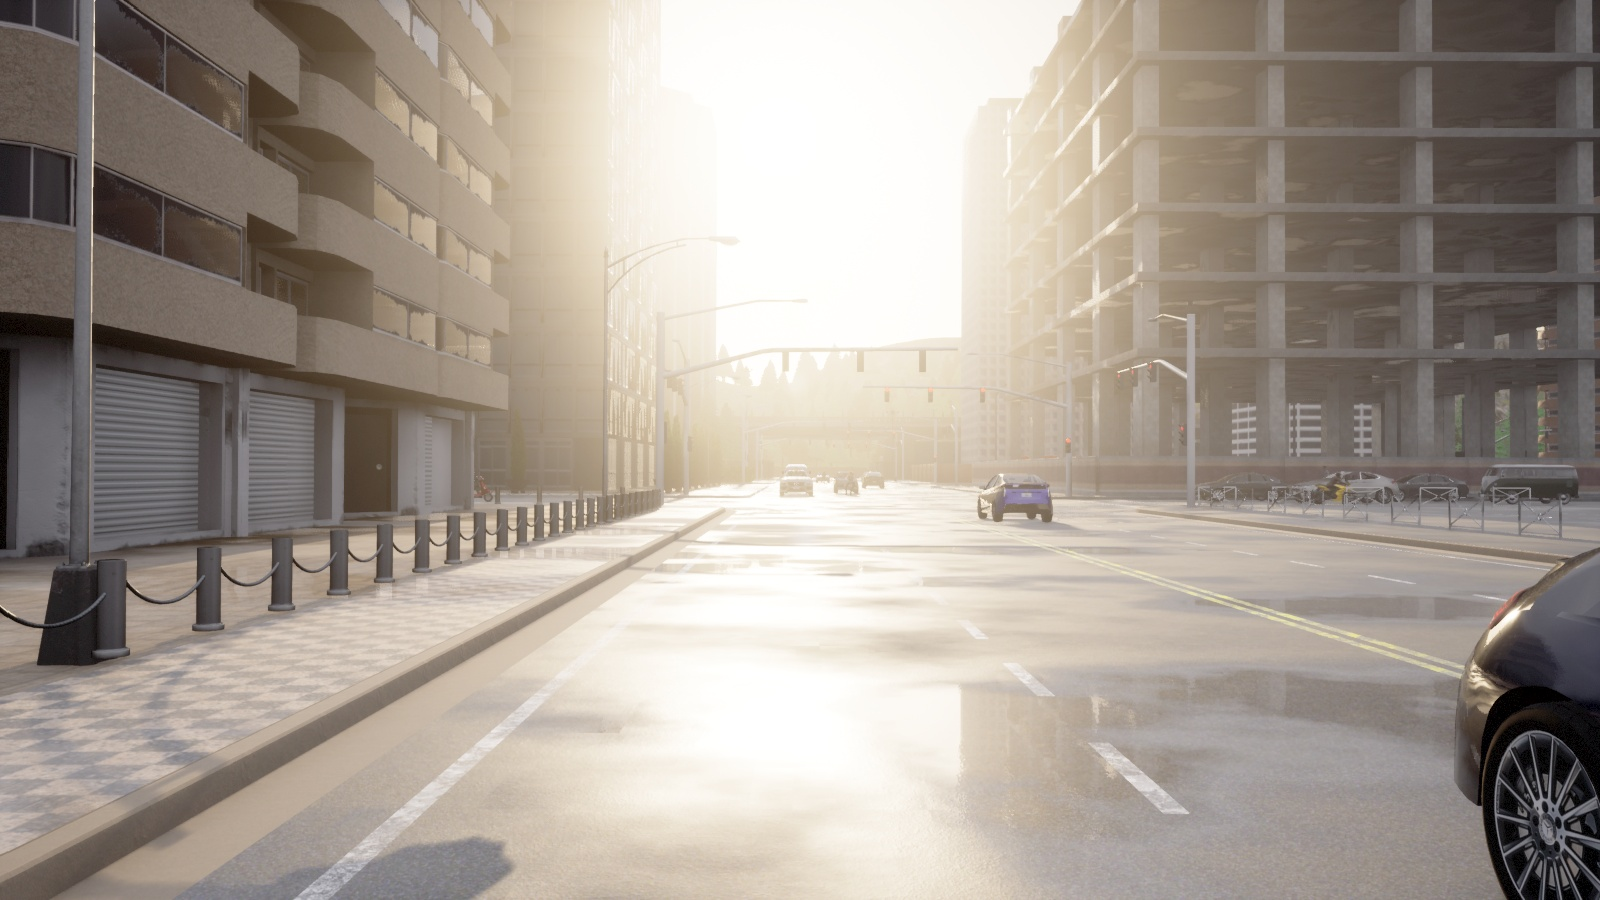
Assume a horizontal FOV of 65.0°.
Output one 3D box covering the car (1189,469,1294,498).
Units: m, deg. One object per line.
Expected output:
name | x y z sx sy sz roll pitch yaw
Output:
car | 23.227 1.780 66.199 4.892 1.490 1.837 0 -1 0

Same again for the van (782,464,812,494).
van | -0.234 2.027 88.909 2.069 2.038 4.480 0 -1 0

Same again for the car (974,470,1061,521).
car | 6.893 1.409 40.286 2.007 1.525 4.514 0 -1 0

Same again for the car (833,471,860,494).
car | 3.265 2.267 88.743 1.789 1.549 3.705 0 -1 0

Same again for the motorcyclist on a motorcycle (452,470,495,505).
motorcyclist on a motorcycle | -15.234 1.756 58.636 1.817 1.590 0.866 0 -1 0

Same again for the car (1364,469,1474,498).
car | 32.643 1.743 66.259 4.892 1.490 1.837 0 -1 -1

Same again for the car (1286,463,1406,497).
car | 27.222 1.480 62.726 5.027 1.651 2.152 0 -1 0

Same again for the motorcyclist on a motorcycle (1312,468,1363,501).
motorcyclist on a motorcycle | 25.331 1.632 59.214 2.044 1.523 0.797 0 -1 0

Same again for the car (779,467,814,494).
car | -0.211 1.928 79.617 2.152 1.651 5.027 0 -1 0

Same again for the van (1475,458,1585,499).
van | 36.441 1.418 62.785 4.442 1.987 1.775 0 -1 0

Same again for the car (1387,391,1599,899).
car | 3.492 0.623 2.625 2.152 1.651 5.027 0 -1 0
